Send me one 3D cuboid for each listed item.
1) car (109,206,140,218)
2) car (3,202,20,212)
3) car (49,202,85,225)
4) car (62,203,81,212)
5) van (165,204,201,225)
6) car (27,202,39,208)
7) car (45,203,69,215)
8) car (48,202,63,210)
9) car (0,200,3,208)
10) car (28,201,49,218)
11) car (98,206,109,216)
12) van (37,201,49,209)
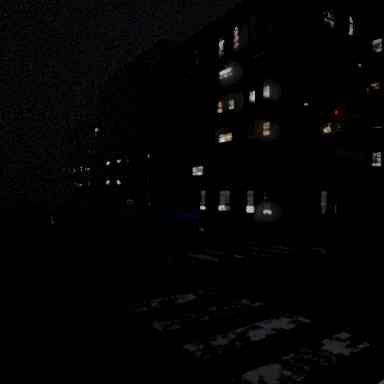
[{"bbox_3d":[-7.719,2.318,39.310,1.752,1.417,4.829,0,-1,-36],"label":"car"},{"bbox_3d":[-30.765,2.644,57.054,1.752,1.417,4.829,0,-1,-36],"label":"car"},{"bbox_3d":[-11.064,2.004,29.736,1.967,1.590,4.097,0,-1,-36],"label":"car"},{"bbox_3d":[-20.920,2.689,57.615,1.752,1.417,4.829,0,-1,-36],"label":"car"},{"bbox_3d":[-0.883,1.949,30.122,1.690,1.788,3.998,0,-1,-36],"label":"van"},{"bbox_3d":[-40.621,3.287,84.932,1.947,1.339,4.313,0,-1,-36],"label":"car"},{"bbox_3d":[-17.792,2.200,43.635,1.837,1.490,4.892,1,-2,-36],"label":"car"},{"bbox_3d":[-27.421,2.787,66.629,1.967,1.590,4.097,0,-1,-36],"label":"car"},{"bbox_3d":[-44.067,2.809,75.499,2.192,1.841,5.009,0,-1,-36],"label":"car"},{"bbox_3d":[-17.664,2.189,38.888,1.967,1.590,4.097,0,-1,-36],"label":"car"},{"bbox_3d":[-10.919,2.448,43.748,1.947,1.339,4.313,0,-1,-36],"label":"car"},{"bbox_3d":[-34.024,2.875,75.784,1.690,1.788,3.998,0,-1,-36],"label":"van"}]
